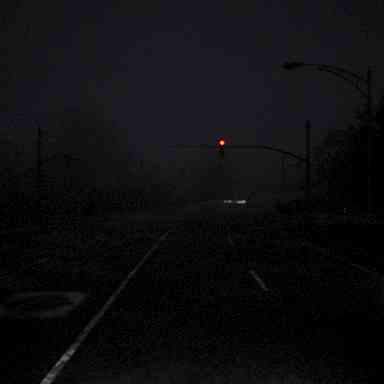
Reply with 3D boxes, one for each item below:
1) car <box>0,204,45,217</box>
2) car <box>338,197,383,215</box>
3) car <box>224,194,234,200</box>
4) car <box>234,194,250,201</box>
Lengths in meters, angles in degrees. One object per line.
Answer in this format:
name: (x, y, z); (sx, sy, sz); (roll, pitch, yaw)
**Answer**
car: (-20.839, 2.215, 40.620); (5.357, 1.411, 2.033); (-2, -1, 3)
car: (19.779, 1.632, 38.245); (5.566, 2.045, 2.150); (-3, -1, 3)
car: (9.657, 1.247, 82.111); (2.033, 1.411, 5.357); (0, 3, 28)
car: (12.602, 1.221, 80.215); (2.128, 1.511, 4.902); (0, 3, 28)
